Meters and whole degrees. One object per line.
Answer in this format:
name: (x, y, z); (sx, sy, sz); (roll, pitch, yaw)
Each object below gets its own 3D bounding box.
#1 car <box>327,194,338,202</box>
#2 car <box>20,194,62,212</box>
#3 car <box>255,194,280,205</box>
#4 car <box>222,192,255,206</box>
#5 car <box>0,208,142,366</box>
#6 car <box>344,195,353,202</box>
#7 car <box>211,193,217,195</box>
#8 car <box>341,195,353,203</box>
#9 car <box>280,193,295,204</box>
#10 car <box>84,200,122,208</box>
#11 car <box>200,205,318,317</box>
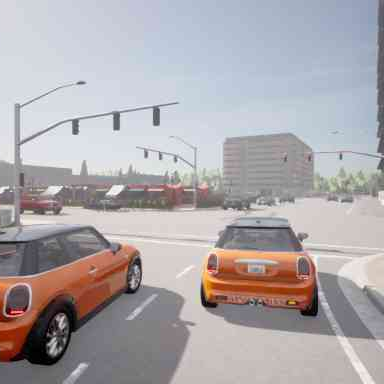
car: (33.550, 1.355, 79.364); (2.097, 1.767, 4.553); (0, 0, 27)
car: (-16.132, 1.277, 34.793); (5.566, 2.045, 2.150); (0, 0, 28)
car: (12.001, 1.488, 53.307); (2.128, 1.511, 4.902); (0, 0, 28)
car: (5.548, 1.222, 40.941); (2.150, 2.045, 5.566); (0, 0, 27)
car: (-2.494, 1.352, 6.118); (2.097, 1.767, 4.553); (0, 0, 10)
car: (36.687, 1.500, 77.809); (1.837, 1.490, 4.892); (0, 0, 27)
car: (5.058, 1.208, 86.961); (4.605, 1.855, 1.932); (0, 0, 28)
car: (32.097, 1.595, 68.987); (1.895, 1.301, 4.718); (0, 0, 27)
car: (19.104, 1.221, 66.763); (2.150, 2.045, 5.566); (0, 0, 27)
car: (-10.790, 1.656, 39.907); (4.718, 1.301, 1.895); (0, 0, 30)
car: (1.622, 1.352, 7.828); (2.097, 1.767, 4.553); (0, 0, 14)
